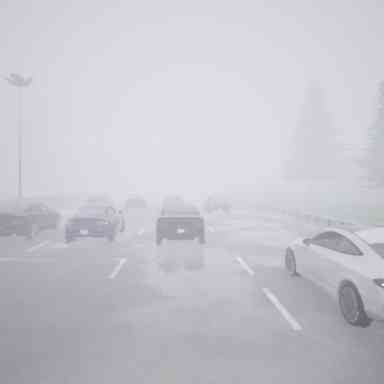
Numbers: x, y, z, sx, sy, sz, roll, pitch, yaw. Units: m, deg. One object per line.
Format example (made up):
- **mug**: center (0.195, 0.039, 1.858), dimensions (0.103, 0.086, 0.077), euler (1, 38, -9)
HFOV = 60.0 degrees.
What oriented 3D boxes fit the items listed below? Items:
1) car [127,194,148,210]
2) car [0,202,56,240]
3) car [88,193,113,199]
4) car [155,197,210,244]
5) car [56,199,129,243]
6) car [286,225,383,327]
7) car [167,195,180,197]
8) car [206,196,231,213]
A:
- **car**: center (-5.248, 0.905, 31.379), dimensions (1.812, 1.442, 4.674), euler (0, 1, -4)
- **car**: center (-7.613, 1.181, 15.218), dimensions (1.882, 1.535, 5.008), euler (0, 1, -4)
- **car**: center (-8.802, 0.845, 32.201), dimensions (1.882, 1.535, 5.008), euler (0, 1, -4)
- **car**: center (-0.542, 1.190, 14.336), dimensions (1.882, 1.535, 5.008), euler (0, 1, -3)
- **car**: center (-4.067, 1.241, 14.393), dimensions (1.812, 1.442, 4.674), euler (0, 1, -4)
- **car**: center (3.359, 1.387, 6.624), dimensions (1.812, 1.442, 4.674), euler (0, 1, -2)
- **car**: center (-1.680, 0.951, 30.743), dimensions (1.994, 1.385, 4.181), euler (0, 1, -4)
- **car**: center (2.008, 1.032, 28.295), dimensions (1.895, 1.301, 4.718), euler (0, 1, -4)
